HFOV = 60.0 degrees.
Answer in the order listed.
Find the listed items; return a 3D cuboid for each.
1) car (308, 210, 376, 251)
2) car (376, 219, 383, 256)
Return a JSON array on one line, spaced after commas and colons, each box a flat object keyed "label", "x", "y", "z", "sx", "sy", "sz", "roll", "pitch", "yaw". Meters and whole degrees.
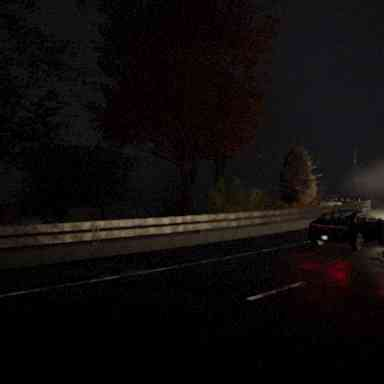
[{"label": "car", "x": 6.852, "y": 1.523, "z": 14.369, "sx": 4.902, "sy": 1.511, "sz": 2.128, "roll": 0, "pitch": 0, "yaw": -43}, {"label": "car", "x": 7.982, "y": 1.369, "z": 10.692, "sx": 4.553, "sy": 1.767, "sz": 2.097, "roll": 0, "pitch": 0, "yaw": -42}]
